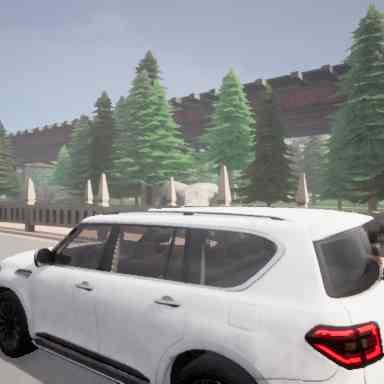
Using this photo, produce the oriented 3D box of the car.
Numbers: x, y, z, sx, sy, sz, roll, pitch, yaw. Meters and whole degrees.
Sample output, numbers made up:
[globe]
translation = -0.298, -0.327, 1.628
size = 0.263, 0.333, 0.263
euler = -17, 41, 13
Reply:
[car]
translation = -0.452, 1.216, 4.332
size = 5.566, 2.045, 2.150
euler = -1, -1, 36
